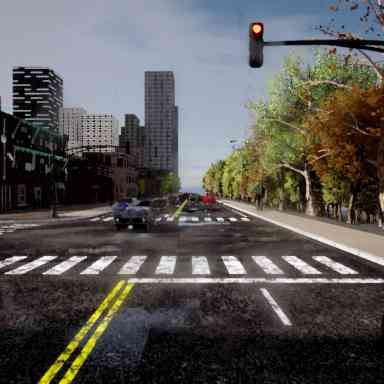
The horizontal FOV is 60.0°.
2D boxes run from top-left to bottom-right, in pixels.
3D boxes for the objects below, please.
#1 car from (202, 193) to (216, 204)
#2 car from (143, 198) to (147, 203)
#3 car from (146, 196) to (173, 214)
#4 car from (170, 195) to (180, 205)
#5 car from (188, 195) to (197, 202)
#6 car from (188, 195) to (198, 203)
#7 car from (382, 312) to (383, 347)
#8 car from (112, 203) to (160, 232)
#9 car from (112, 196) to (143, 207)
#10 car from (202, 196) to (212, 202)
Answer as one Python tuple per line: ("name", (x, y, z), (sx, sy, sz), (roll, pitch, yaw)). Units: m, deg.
("car", (3.441, 1.196, 65.290), (2.150, 2.045, 5.566), (0, 0, 1))
("car", (-6.527, 1.545, 48.607), (1.994, 1.385, 4.181), (0, 0, 0))
("car", (-3.299, 1.493, 35.033), (1.837, 1.490, 4.892), (0, 0, 0))
("car", (-3.251, 1.331, 57.001), (2.097, 1.767, 4.553), (0, 0, 0))
("car", (0.115, 1.446, 76.495), (1.882, 1.535, 5.008), (0, 0, 0))
("car", (0.196, 1.466, 66.188), (2.128, 1.511, 4.902), (0, 0, 0))
("car", (3.355, 1.491, 2.342), (2.128, 1.511, 4.902), (0, 0, 0))
("car", (-3.322, 1.596, 20.197), (1.895, 1.301, 4.718), (0, 0, 0))
("car", (-6.552, 1.342, 33.403), (2.097, 1.767, 4.553), (0, 0, 0))
("car", (3.361, 1.522, 75.874), (1.994, 1.385, 4.181), (0, 0, 0))
